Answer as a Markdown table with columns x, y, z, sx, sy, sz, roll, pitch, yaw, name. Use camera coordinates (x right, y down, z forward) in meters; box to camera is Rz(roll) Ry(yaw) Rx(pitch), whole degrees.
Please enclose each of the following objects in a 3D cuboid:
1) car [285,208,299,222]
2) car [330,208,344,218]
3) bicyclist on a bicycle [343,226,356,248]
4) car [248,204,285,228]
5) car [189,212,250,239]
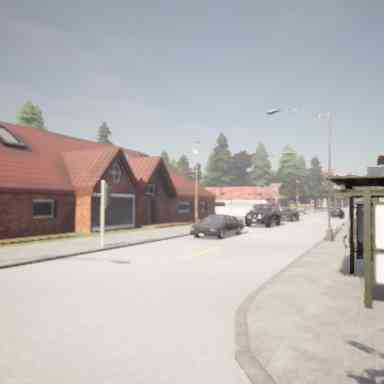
| x | y | z | sx | sy | sz | roll | pitch | yaw | name |
| --- | --- | --- | --- | --- | --- | --- | --- | --- | --- |
| 11.398 | 2.694 | 39.479 | 1.837 | 1.490 | 4.892 | 0 | -2 | 29 | car |
| 21.492 | 3.090 | 49.449 | 2.033 | 1.411 | 5.357 | 0 | -2 | 28 | car |
| 7.873 | 1.832 | 15.323 | 1.656 | 1.620 | 0.582 | -1 | -2 | 28 | bicyclist on a bicycle |
| 6.613 | 2.131 | 30.687 | 2.150 | 2.045 | 5.566 | 0 | -2 | 29 | car |
| 1.800 | 2.173 | 21.754 | 2.033 | 1.411 | 5.357 | 0 | -2 | 28 | car |
